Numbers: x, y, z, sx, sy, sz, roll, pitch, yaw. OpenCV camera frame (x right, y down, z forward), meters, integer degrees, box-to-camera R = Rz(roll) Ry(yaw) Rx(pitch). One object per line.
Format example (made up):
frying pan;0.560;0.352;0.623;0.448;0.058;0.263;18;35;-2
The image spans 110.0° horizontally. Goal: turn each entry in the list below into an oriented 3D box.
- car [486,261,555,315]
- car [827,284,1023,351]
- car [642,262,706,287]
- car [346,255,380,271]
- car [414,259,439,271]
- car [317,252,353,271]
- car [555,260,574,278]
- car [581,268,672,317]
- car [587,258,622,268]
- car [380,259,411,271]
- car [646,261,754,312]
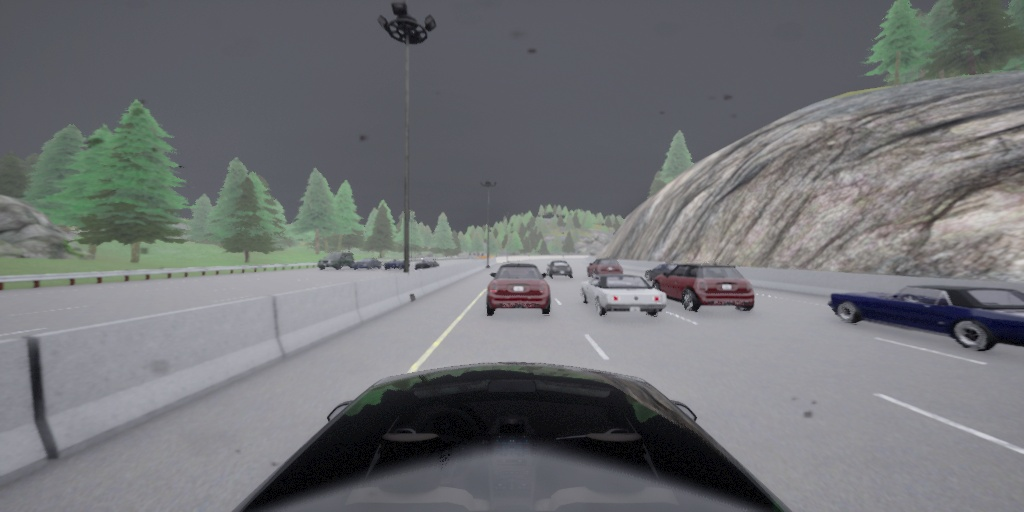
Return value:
car;0.240;1.024;13.356;2.097;1.767;4.553;0;1;1
car;10.652;1.355;8.933;1.895;1.301;4.718;0;0;1
car;10.892;1.194;24.616;2.033;1.411;5.357;0;0;1
car;-16.997;0.931;42.352;2.033;1.411;5.357;0;0;1
car;-9.997;1.020;42.319;1.895;1.301;4.718;0;0;1
car;-20.496;0.589;42.141;2.150;2.045;5.566;0;0;1
car;4.001;1.096;30.623;1.812;1.442;4.674;0;0;1
car;3.733;1.292;12.943;1.895;1.301;4.718;0;0;1
car;7.485;0.949;29.272;2.097;1.767;4.553;0;0;1
car;-13.496;1.002;42.329;1.895;1.301;4.718;0;0;1
car;7.255;1.052;14.167;2.097;1.767;4.553;0;0;1
